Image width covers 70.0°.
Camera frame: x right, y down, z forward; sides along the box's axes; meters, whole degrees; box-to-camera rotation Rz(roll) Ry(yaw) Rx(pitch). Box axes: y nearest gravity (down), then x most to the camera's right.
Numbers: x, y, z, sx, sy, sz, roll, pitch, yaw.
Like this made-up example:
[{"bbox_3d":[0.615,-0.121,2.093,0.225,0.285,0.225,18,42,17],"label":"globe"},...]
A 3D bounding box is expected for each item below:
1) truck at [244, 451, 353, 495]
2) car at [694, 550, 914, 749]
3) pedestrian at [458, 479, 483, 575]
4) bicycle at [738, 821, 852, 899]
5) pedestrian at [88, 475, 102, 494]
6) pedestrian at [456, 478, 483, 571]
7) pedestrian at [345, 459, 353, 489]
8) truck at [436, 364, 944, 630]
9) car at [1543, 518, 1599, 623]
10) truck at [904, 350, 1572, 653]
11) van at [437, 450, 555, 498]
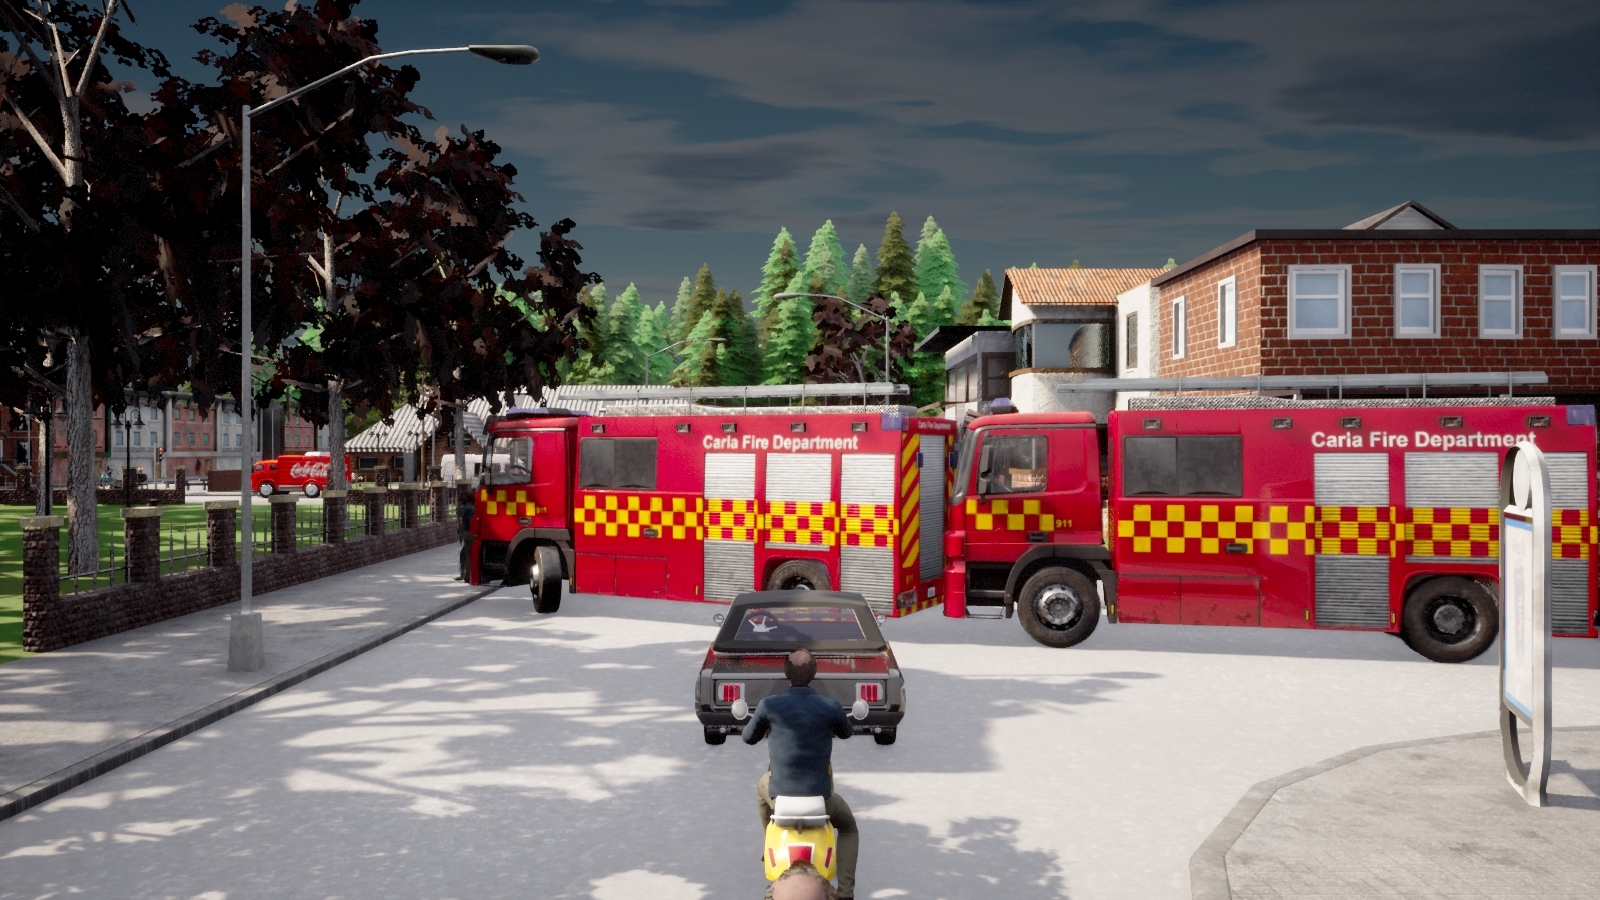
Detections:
[{"bbox_3d":[-29.165,1.318,66.623,5.204,2.467,2.627,0,0,0],"label":"truck"},{"bbox_3d":[0.033,1.930,12.217,1.895,1.301,4.718,0,0,0],"label":"car"},{"bbox_3d":[-6.541,1.515,22.675,0.375,1.860,0.375,0,0,-32],"label":"pedestrian"},{"bbox_3d":[-0.015,1.938,3.086,0.329,1.271,1.835,0,0,0],"label":"bicycle"},{"bbox_3d":[-40.978,1.982,66.393,0.500,1.100,0.500,0,0,-7],"label":"pedestrian"},{"bbox_3d":[-6.778,1.515,23.410,0.375,1.860,0.375,0,0,35],"label":"pedestrian"},{"bbox_3d":[-28.383,1.495,71.878,0.375,1.860,0.375,0,0,2],"label":"pedestrian"},{"bbox_3d":[-2.040,0.664,19.657,8.468,3.827,2.891,0,0,27],"label":"truck"},{"bbox_3d":[14.349,1.835,17.290,4.792,1.488,2.163,0,0,0],"label":"car"},{"bbox_3d":[5.957,0.661,16.817,8.468,3.827,2.891,0,0,14],"label":"truck"},{"bbox_3d":[-16.613,1.289,62.612,5.915,2.561,1.988,0,0,0],"label":"van"}]
